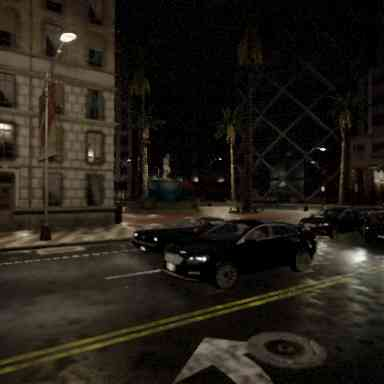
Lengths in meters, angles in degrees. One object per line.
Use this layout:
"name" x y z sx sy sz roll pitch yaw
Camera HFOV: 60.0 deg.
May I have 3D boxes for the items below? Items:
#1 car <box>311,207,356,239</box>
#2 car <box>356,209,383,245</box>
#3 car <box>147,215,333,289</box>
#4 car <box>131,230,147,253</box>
"car" 7.796 1.596 18.003 4.902 1.511 2.128 0 0 -35
"car" 9.824 1.584 15.150 5.008 1.535 1.882 0 0 -35
"car" 1.494 1.531 9.340 4.902 1.511 2.128 0 0 -35
"car" 0.143 1.644 12.673 4.718 1.301 1.895 0 0 -35
